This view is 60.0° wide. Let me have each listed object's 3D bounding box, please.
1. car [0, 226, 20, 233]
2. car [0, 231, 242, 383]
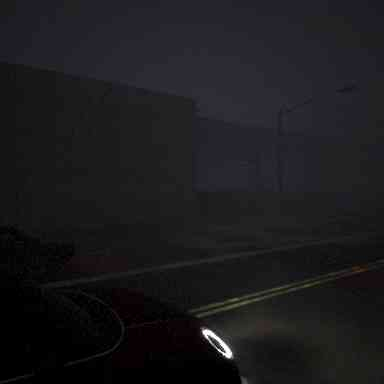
[{"bbox_3d":[-5.612,1.598,8.536,4.718,1.301,1.895,0,0,-35],"label":"car"},{"bbox_3d":[-1.754,1.352,2.492,4.553,1.767,2.097,0,0,-36],"label":"car"}]
